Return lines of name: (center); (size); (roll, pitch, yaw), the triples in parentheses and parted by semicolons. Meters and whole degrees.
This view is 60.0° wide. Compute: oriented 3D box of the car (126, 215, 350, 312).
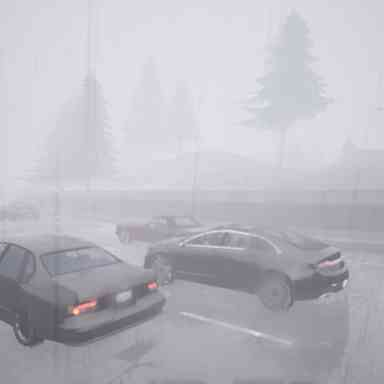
car: (0.980, 1.507, 7.783); (4.902, 1.511, 2.128); (0, 0, 37)

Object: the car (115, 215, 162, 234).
car: (-1.125, 1.619, 13.910); (4.718, 1.301, 1.895); (0, 0, 40)

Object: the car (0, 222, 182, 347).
car: (-2.946, 1.549, 6.350); (5.357, 1.411, 2.033); (0, 0, 38)

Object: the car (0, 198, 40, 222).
car: (-13.273, 1.488, 25.468); (2.128, 1.511, 4.902); (0, 0, -43)
